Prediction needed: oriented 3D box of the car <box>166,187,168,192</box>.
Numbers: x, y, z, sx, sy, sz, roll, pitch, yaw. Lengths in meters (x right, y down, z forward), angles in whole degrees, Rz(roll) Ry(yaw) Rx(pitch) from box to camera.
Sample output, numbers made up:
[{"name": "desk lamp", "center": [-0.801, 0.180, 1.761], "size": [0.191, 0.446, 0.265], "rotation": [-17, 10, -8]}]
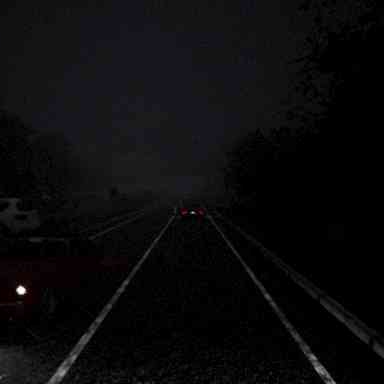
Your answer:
[{"name": "car", "center": [-9.974, 0.004, 92.931], "size": [5.008, 1.535, 2.097], "rotation": [0, 3, 0]}]

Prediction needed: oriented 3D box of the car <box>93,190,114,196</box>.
[{"name": "car", "center": [-23.096, 0.247, 87.261], "size": [5.008, 1.535, 2.097], "rotation": [0, 2, 0]}]

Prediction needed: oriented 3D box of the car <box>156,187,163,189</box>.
[{"name": "car", "center": [-10.072, 0.329, 81.790], "size": [4.553, 1.767, 2.185], "rotation": [0, 2, 0]}]

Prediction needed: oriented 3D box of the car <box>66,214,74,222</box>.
[{"name": "car", "center": [-10.059, 1.618, 21.330], "size": [4.792, 1.488, 2.163], "rotation": [0, 0, 0]}]

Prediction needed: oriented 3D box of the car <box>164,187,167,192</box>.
[{"name": "car", "center": [-9.988, 0.129, 90.145], "size": [5.008, 1.535, 2.097], "rotation": [0, 2, 0]}]

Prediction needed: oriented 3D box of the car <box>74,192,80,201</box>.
[{"name": "car", "center": [-23.274, 0.947, 59.504], "size": [4.792, 1.488, 2.163], "rotation": [0, 0, 0]}]

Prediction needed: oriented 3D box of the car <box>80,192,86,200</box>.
[{"name": "car", "center": [-23.415, 0.891, 62.296], "size": [5.366, 1.575, 1.946], "rotation": [0, 1, 0]}]

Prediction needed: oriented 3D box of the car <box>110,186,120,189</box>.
[{"name": "car", "center": [-23.104, -0.120, 90.037], "size": [5.566, 2.045, 2.435], "rotation": [0, 2, 0]}]

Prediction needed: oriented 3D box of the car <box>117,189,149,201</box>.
[{"name": "car", "center": [-10.212, 0.812, 56.713], "size": [4.553, 1.767, 2.185], "rotation": [0, 0, 0]}]

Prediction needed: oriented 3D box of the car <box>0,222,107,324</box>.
[{"name": "car", "center": [-3.357, 1.595, 7.259], "size": [1.895, 1.301, 4.718], "rotation": [0, 0, 0]}]

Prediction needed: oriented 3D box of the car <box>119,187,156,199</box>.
[{"name": "car", "center": [-10.178, 0.648, 62.284], "size": [5.566, 2.045, 2.435], "rotation": [0, 1, 0]}]

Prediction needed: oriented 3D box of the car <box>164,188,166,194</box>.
[{"name": "car", "center": [-10.013, 0.286, 87.360], "size": [4.674, 1.452, 2.002], "rotation": [0, 2, 0]}]

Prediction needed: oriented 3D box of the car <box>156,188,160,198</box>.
[{"name": "car", "center": [-10.056, 0.575, 73.432], "size": [4.553, 1.767, 2.185], "rotation": [0, 1, 0]}]

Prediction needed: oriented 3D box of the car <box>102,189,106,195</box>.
[{"name": "car", "center": [-23.146, 0.624, 76.243], "size": [4.892, 1.521, 2.231], "rotation": [0, 1, 0]}]

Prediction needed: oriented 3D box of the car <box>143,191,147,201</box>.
[{"name": "car", "center": [-10.225, 0.974, 53.928], "size": [4.792, 1.488, 2.163], "rotation": [0, 0, 0]}]

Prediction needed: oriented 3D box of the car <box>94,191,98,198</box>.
[{"name": "car", "center": [-23.179, 0.764, 70.537], "size": [5.008, 1.535, 2.097], "rotation": [0, 1, 0]}]

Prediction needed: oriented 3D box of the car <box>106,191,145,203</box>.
[{"name": "car", "center": [-10.182, 0.981, 51.143], "size": [4.792, 1.488, 2.163], "rotation": [0, 0, 0]}]

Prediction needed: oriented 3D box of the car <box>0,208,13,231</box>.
[{"name": "car", "center": [-10.313, 1.543, 13.002], "size": [5.366, 1.575, 1.946], "rotation": [0, 0, 0]}]

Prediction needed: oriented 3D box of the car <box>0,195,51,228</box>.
[{"name": "car", "center": [-10.143, 1.309, 15.779], "size": [5.566, 2.045, 2.435], "rotation": [0, 0, 0]}]

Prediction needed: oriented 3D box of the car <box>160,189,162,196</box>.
[{"name": "car", "center": [-10.043, 0.656, 76.222], "size": [4.792, 1.488, 2.163], "rotation": [0, 2, 0]}]

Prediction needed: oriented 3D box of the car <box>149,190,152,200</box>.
[{"name": "car", "center": [-10.160, 0.923, 59.493], "size": [5.008, 1.535, 2.097], "rotation": [0, 1, 0]}]

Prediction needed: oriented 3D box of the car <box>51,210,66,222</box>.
[{"name": "car", "center": [-10.107, 1.574, 18.554], "size": [5.008, 1.535, 2.097], "rotation": [0, 0, 0]}]

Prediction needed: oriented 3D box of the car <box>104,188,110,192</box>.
[{"name": "car", "center": [-22.921, 0.352, 84.472], "size": [5.366, 1.575, 1.946], "rotation": [0, 2, 0]}]

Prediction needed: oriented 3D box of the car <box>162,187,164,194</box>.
[{"name": "car", "center": [-10.057, 0.229, 84.568], "size": [4.553, 1.767, 2.185], "rotation": [0, 2, 0]}]

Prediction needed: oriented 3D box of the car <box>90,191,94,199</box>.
[{"name": "car", "center": [-23.170, 0.849, 67.747], "size": [4.792, 1.488, 2.163], "rotation": [0, 1, 0]}]

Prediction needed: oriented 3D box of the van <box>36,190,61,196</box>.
[{"name": "van", "center": [-23.165, 0.722, 51.132], "size": [4.442, 1.987, 1.878], "rotation": [1, 0, 0]}]

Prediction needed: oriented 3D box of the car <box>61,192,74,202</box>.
[{"name": "car", "center": [-23.264, 0.973, 56.592], "size": [4.674, 1.452, 2.002], "rotation": [0, 0, 0]}]

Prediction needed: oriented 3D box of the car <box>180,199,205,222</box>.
[{"name": "car", "center": [0.043, 1.542, 26.443], "size": [2.033, 1.411, 5.357], "rotation": [0, 0, 0]}]

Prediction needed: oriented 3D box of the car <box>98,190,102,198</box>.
[{"name": "car", "center": [-23.163, 0.699, 73.326], "size": [5.008, 1.535, 2.097], "rotation": [0, 1, 0]}]

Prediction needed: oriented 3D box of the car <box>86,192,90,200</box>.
[{"name": "car", "center": [-23.399, 0.858, 65.092], "size": [5.366, 1.575, 1.946], "rotation": [0, 1, 0]}]
